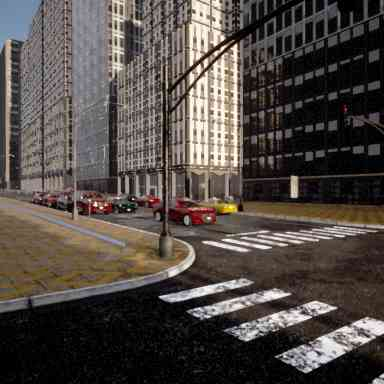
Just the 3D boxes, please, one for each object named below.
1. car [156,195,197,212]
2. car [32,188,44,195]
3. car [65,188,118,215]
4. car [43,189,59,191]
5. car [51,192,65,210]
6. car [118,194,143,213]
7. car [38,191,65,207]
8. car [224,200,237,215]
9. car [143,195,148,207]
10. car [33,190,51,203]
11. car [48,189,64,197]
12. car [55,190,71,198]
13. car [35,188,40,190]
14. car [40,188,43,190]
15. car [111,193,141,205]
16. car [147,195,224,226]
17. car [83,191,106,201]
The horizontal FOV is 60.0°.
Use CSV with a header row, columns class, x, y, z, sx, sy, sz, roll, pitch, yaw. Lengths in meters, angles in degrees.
class,x,y,z,sx,sy,sz,roll,pitch,yaw
car,-1.582,1.066,32.173,1.947,1.339,4.313,1,0,-36
car,-37.995,-0.208,82.123,1.967,1.590,4.097,1,0,-36
car,-8.343,0.841,27.228,2.192,1.841,5.009,1,0,-36
car,-24.214,0.405,58.797,2.033,1.411,5.357,0,1,-36
car,-11.659,0.987,31.770,1.947,1.339,4.313,1,0,-36
car,-6.475,1.112,29.035,1.895,1.301,4.718,0,1,-36
car,-14.968,0.861,36.310,1.887,1.381,4.507,1,0,-36
car,1.698,1.127,27.823,1.752,1.417,4.829,1,0,-36
car,-4.892,0.977,36.713,1.802,1.307,4.206,1,0,-36
car,-18.279,0.794,40.851,1.802,1.307,4.206,1,0,-36
car,-28.066,0.214,68.501,2.008,1.369,4.403,1,0,-36
car,-24.855,0.289,64.097,1.752,1.417,4.829,1,0,-36
car,-34.685,-0.104,77.583,1.967,1.590,4.097,1,0,-36
car,-31.376,0.104,73.042,1.887,1.381,4.507,1,0,-36
car,-8.203,0.856,41.254,1.947,1.339,4.313,1,0,-36
car,-0.567,1.177,20.921,1.882,1.535,5.008,0,1,-38
car,-14.824,0.646,50.337,1.947,1.339,4.313,1,0,-36
